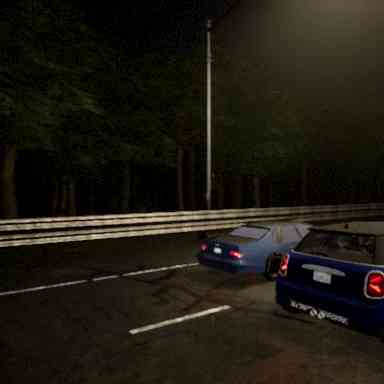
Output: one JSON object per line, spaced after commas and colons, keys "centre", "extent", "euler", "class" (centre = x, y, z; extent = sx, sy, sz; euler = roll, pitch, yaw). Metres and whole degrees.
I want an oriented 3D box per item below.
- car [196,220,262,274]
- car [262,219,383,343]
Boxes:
{"centre": [2.694, 1.544, 9.968], "extent": [5.357, 1.411, 2.033], "euler": [0, 0, -36], "class": "car"}
{"centre": [3.760, 1.350, 6.428], "extent": [4.553, 1.767, 2.097], "euler": [0, 0, -35], "class": "car"}
